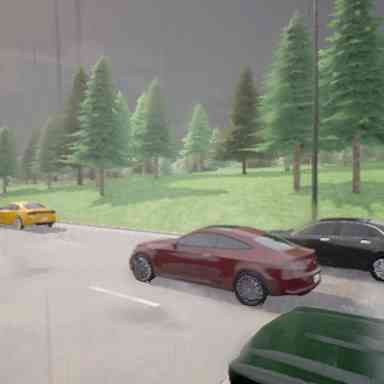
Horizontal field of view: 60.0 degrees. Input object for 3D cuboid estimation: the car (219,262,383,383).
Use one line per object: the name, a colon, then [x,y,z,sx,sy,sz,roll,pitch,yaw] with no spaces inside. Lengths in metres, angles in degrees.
car: [2.550,1.608,2.171,4.718,1.301,1.895,1,0,36]

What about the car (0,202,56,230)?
car: [-10.144,1.325,19.831,5.008,1.535,1.882,0,0,36]

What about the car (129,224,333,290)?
car: [0.579,1.495,7.877,4.674,1.442,1.812,1,0,35]

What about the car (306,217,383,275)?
car: [4.124,1.488,9.649,4.892,1.490,1.837,0,0,36]
